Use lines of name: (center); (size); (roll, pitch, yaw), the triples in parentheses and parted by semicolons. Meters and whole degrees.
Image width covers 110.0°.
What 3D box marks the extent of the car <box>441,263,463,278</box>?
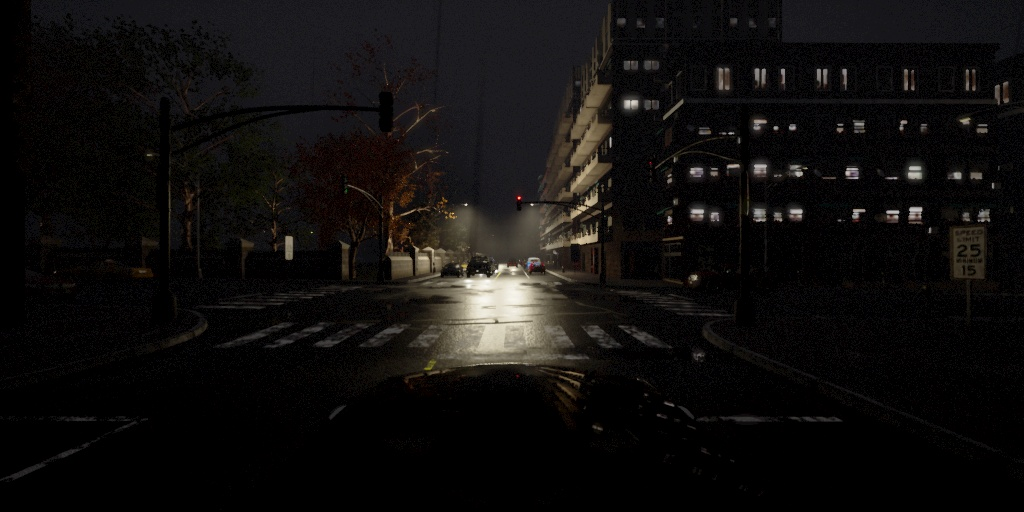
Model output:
car: (-5.640, 1.329, 34.376); (1.948, 1.339, 4.313); (0, 0, 0)

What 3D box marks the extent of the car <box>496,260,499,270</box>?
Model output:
car: (-3.032, 1.321, 44.914); (2.033, 1.411, 5.357); (0, 0, 0)

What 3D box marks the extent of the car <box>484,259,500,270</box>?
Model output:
car: (-3.008, 1.277, 55.013); (2.128, 1.511, 4.902); (0, 0, 0)

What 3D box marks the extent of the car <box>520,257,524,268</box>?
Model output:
car: (2.775, 1.228, 56.884); (1.967, 1.591, 4.097); (0, 0, 0)

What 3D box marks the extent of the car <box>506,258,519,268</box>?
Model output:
car: (0.093, 1.302, 62.667); (1.837, 1.490, 4.892); (0, 0, 0)

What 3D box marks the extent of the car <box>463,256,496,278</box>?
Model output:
car: (-3.036, 0.985, 34.662); (2.150, 2.045, 5.566); (0, 0, 1)

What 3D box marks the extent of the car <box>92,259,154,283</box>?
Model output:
car: (-24.713, 0.883, 21.700); (4.829, 1.417, 1.751); (0, 0, 0)

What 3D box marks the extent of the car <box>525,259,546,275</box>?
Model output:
car: (2.749, 1.313, 39.993); (1.888, 1.381, 4.507); (0, 0, 0)

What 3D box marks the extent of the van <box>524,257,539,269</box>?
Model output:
van: (2.758, 1.115, 45.623); (1.690, 1.789, 3.998); (0, 0, 0)

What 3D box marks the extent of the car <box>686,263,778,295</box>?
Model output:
car: (13.480, 1.352, 22.005); (5.009, 1.841, 2.192); (0, 0, 0)

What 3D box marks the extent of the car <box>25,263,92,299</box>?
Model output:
car: (-18.945, 1.007, 13.365); (4.207, 1.307, 1.802); (0, 0, 0)
